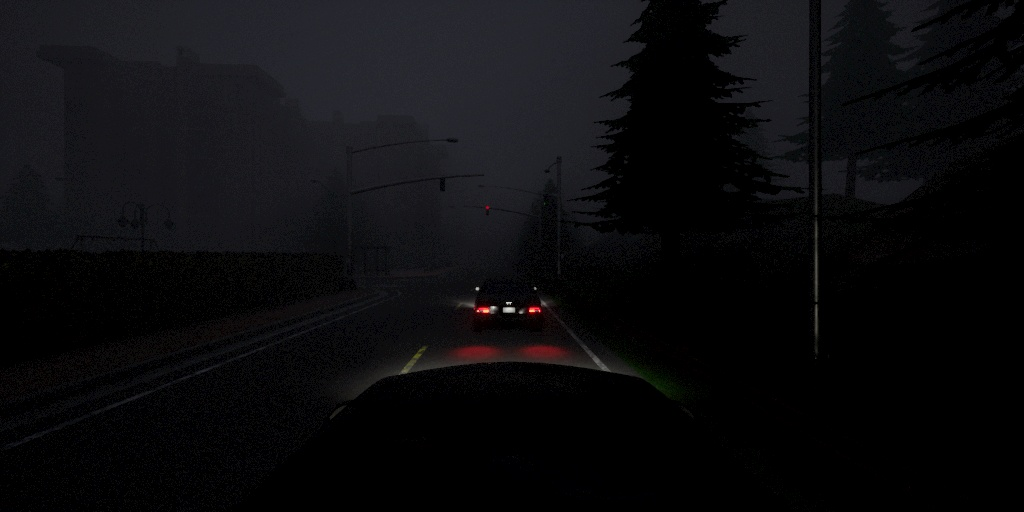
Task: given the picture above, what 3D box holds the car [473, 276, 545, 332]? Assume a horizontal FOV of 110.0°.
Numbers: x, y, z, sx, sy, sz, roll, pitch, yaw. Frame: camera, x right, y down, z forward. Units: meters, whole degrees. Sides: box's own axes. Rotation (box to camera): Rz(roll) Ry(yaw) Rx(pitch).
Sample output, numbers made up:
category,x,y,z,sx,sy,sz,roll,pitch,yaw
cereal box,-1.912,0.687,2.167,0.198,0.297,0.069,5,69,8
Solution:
category,x,y,z,sx,sy,sz,roll,pitch,yaw
car,-0.158,1.297,10.817,2.033,1.411,5.357,0,0,-2
